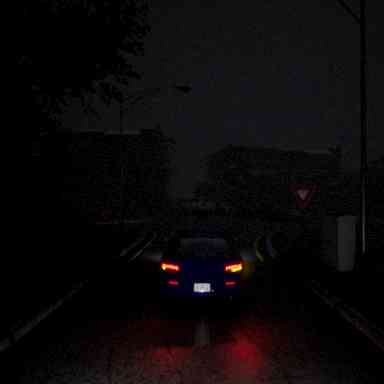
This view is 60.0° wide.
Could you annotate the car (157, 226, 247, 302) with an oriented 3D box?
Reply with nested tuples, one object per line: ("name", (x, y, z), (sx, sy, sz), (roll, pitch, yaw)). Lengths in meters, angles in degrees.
("car", (0.228, 1.579, 8.294), (1.812, 1.442, 4.674), (0, -1, 1))

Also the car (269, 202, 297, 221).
("car", (9.501, 2.250, 40.905), (2.435, 2.045, 5.566), (7, -3, -32))

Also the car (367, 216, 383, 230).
("car", (20.852, 3.328, 33.859), (5.008, 1.535, 1.882), (5, -2, -13))

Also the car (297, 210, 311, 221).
("car", (12.314, 2.772, 41.693), (1.946, 1.575, 5.366), (6, -2, -32))

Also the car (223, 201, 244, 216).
("car", (3.563, 1.857, 39.675), (2.185, 1.767, 4.553), (4, -2, -33))

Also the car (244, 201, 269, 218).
("car", (6.520, 2.096, 40.261), (2.185, 1.767, 4.553), (6, -2, -32))

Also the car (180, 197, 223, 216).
("car", (0.700, 1.578, 39.001), (2.435, 2.045, 5.566), (1, -1, -32))

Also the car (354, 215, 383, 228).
("car", (24.199, 3.923, 43.936), (2.002, 1.452, 4.674), (7, -3, -31))

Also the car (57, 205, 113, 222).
("car", (-9.605, 1.927, 29.873), (5.008, 1.535, 1.882), (-2, 0, 8))

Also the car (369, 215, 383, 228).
("car", (27.062, 4.154, 44.674), (1.946, 1.575, 5.366), (6, -2, -31))

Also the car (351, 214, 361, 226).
("car", (21.244, 3.646, 43.335), (2.002, 1.452, 4.674), (6, -2, -31))
